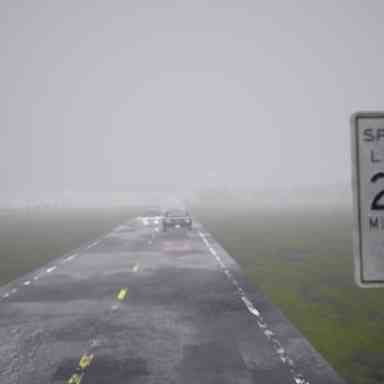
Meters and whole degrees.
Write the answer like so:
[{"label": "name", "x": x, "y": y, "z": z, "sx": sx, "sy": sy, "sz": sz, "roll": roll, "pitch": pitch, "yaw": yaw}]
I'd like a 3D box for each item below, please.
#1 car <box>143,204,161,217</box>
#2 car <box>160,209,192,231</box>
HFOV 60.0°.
[{"label": "car", "x": -4.567, "y": 2.118, "z": 38.690, "sx": 1.994, "sy": 1.385, "sz": 4.181, "roll": -1, "pitch": -1, "yaw": -3}, {"label": "car", "x": -1.039, "y": 1.902, "z": 23.275, "sx": 1.895, "sy": 1.301, "sz": 4.718, "roll": -1, "pitch": -1, "yaw": -3}]
